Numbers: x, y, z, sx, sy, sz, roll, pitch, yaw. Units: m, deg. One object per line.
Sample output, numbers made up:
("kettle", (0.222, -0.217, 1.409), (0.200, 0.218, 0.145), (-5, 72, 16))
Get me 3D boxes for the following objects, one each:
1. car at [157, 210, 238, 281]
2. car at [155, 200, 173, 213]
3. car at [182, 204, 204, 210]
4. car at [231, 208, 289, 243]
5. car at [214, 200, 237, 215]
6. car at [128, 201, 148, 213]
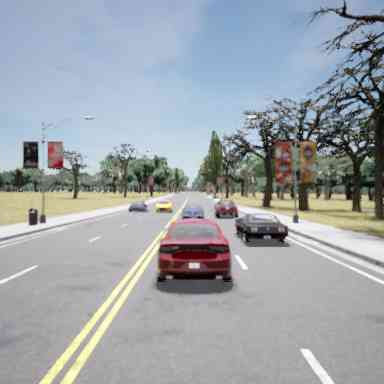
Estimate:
("car", (0.066, 1.550, 10.106), (1.882, 1.535, 5.008), (0, 0, 0))
("car", (-3.352, 1.733, 40.608), (1.882, 1.535, 5.008), (0, 0, 0))
("car", (0.082, 1.737, 28.721), (2.033, 1.411, 5.357), (0, 0, 0))
("car", (3.340, 1.718, 16.896), (1.895, 1.301, 4.718), (0, 0, 0))
("car", (3.337, 1.568, 33.362), (2.097, 1.767, 4.553), (0, 0, 0))
("car", (-6.601, 1.823, 41.276), (1.994, 1.385, 4.181), (0, 0, 0))
